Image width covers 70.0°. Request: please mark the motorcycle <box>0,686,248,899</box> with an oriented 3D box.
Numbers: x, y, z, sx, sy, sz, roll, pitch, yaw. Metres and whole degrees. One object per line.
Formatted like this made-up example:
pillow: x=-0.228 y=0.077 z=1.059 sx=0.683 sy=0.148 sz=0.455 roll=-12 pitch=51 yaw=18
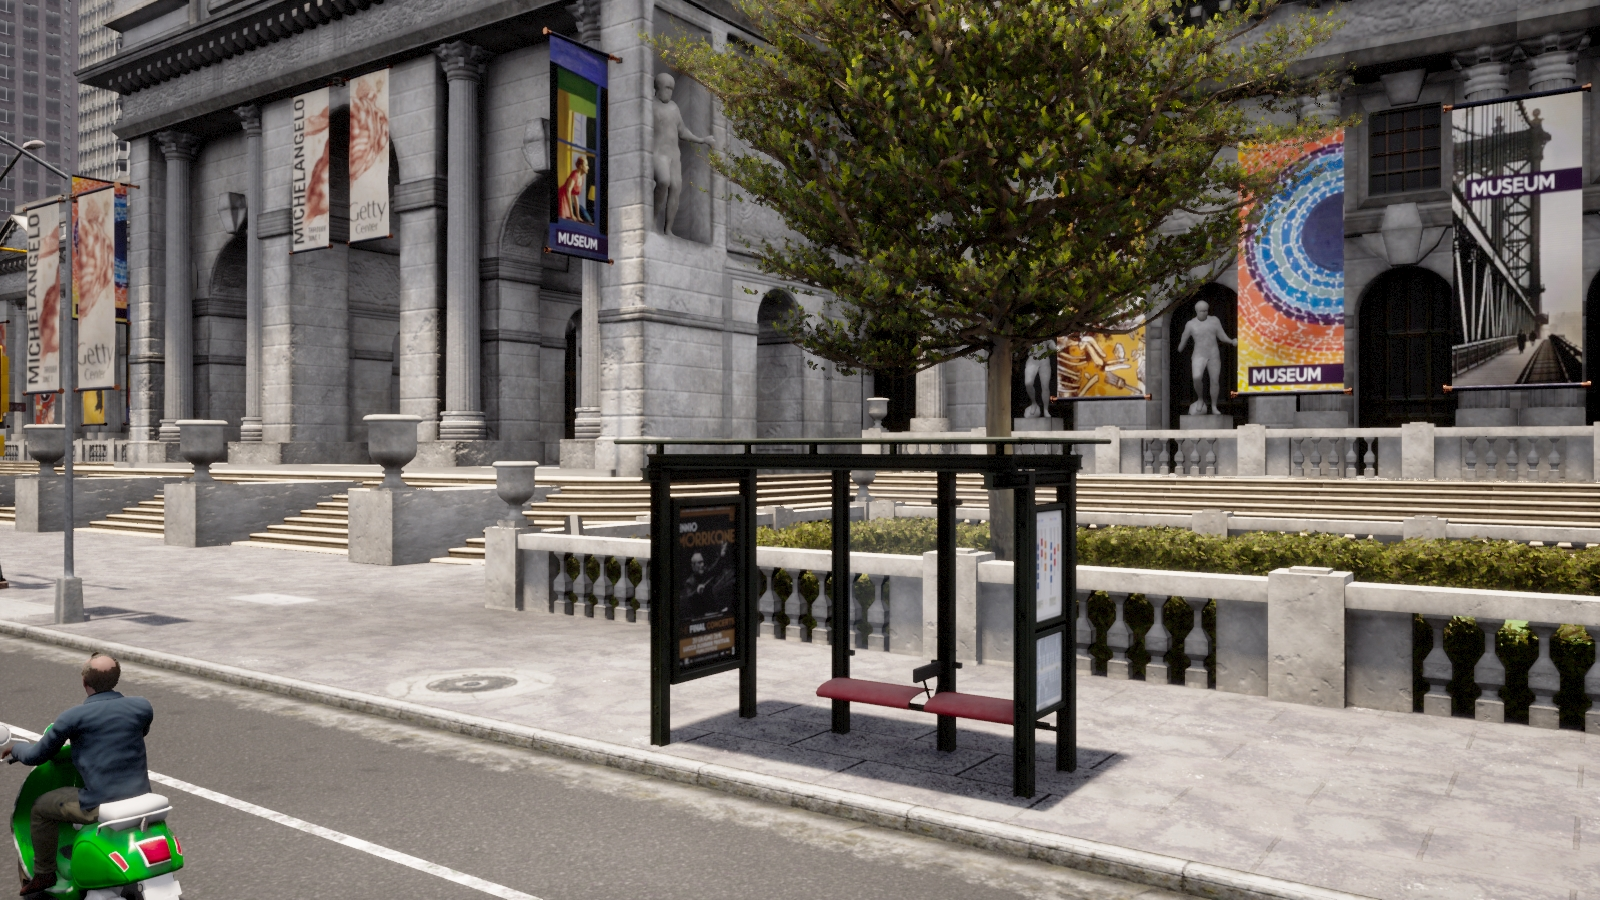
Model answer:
motorcycle: x=-4.138 y=2.179 z=6.693 sx=1.805 sy=1.236 sz=0.856 roll=0 pitch=0 yaw=35
